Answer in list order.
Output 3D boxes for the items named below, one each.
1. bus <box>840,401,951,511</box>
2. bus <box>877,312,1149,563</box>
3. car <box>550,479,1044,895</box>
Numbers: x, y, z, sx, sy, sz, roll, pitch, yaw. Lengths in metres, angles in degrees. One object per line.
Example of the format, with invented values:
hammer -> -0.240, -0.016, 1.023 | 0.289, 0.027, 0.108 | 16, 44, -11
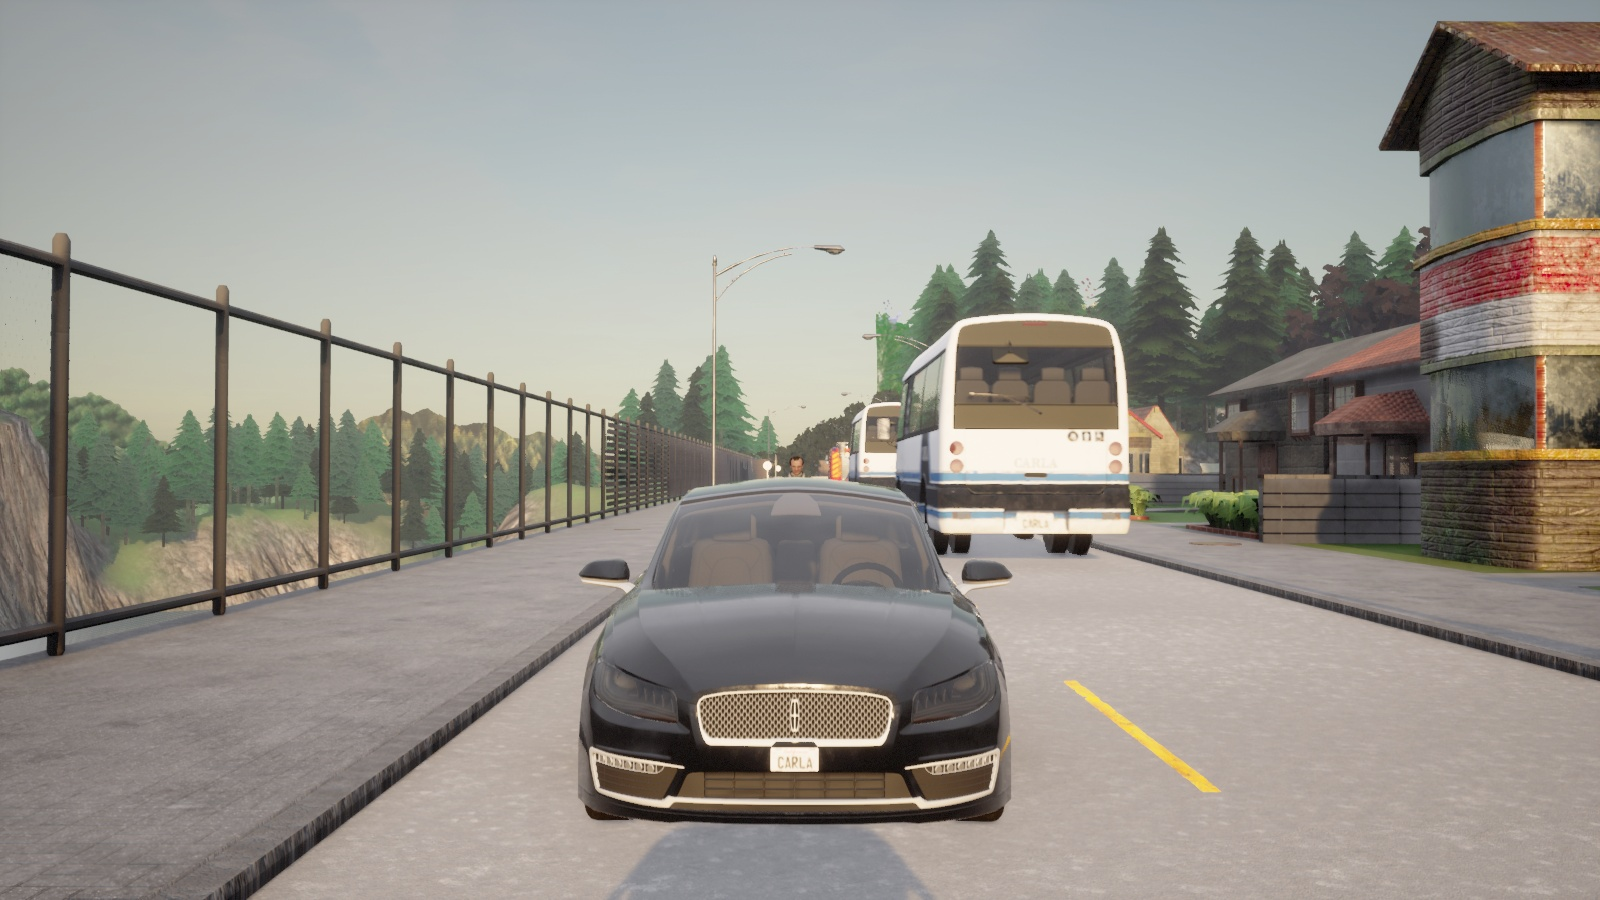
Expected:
bus -> 3.868, 0.327, 53.965 | 3.944, 4.253, 10.273 | 0, -1, 0
bus -> 3.932, -0.134, 26.486 | 3.944, 4.253, 10.273 | 0, -1, 0
car -> -0.017, 0.938, 7.133 | 1.837, 1.490, 4.892 | 0, -1, 0
